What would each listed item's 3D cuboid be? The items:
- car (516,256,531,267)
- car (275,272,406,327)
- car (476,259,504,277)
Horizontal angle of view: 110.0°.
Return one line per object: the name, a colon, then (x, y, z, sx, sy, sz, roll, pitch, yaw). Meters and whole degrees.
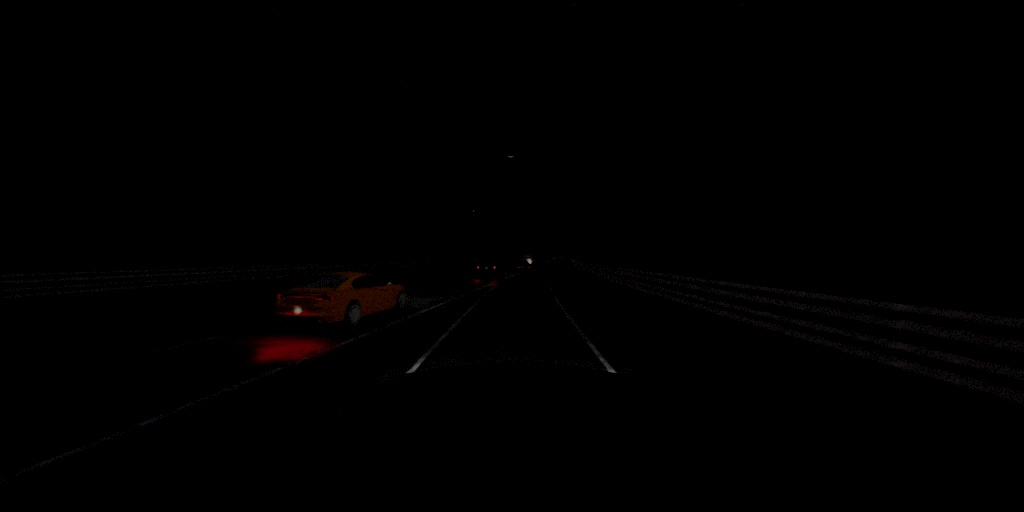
car: (1.844, 1.189, 63.394, 1.882, 1.535, 5.008, 0, 0, 8)
car: (-5.163, 1.251, 11.634, 1.882, 1.535, 5.008, 0, 0, 8)
car: (-2.044, 1.092, 34.682, 2.097, 1.767, 4.553, 0, 0, 8)
